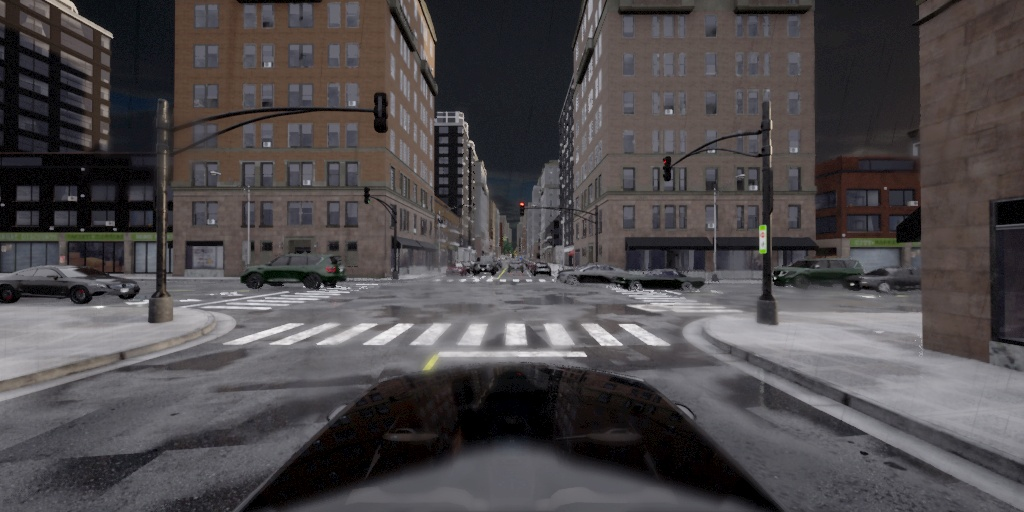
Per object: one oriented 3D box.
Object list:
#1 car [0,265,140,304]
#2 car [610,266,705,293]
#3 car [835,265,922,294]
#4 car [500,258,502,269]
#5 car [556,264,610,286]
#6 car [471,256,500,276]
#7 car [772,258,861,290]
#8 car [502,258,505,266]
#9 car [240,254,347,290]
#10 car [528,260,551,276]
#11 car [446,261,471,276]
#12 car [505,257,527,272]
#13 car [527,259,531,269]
[{"bbox_3d":[-17.929,1.106,14.483,4.674,1.442,1.812,0,-1,1],"label":"car"},{"bbox_3d":[8.498,1.421,21.019,4.718,1.301,1.895,1,0,0],"label":"car"},{"bbox_3d":[22.316,1.432,20.931,4.892,1.490,1.837,0,-1,0],"label":"car"},{"bbox_3d":[-2.665,1.257,47.892,1.837,1.490,4.892,0,0,1],"label":"car"},{"bbox_3d":[5.459,1.281,24.287,4.902,1.511,2.128,2,0,0],"label":"car"},{"bbox_3d":[-2.787,0.975,37.804,2.150,2.045,5.566,0,0,1],"label":"car"},{"bbox_3d":[20.503,1.170,24.195,5.566,2.045,2.150,0,-1,0],"label":"car"},{"bbox_3d":[-2.529,1.352,58.148,1.895,1.301,4.718,0,0,1],"label":"car"},{"bbox_3d":[-12.710,0.903,21.142,5.566,2.045,2.150,0,-1,1],"label":"car"},{"bbox_3d":[2.962,1.318,36.197,1.948,1.339,4.313,0,0,1],"label":"car"},{"bbox_3d":[-5.563,1.335,36.297,1.802,1.307,4.207,0,0,1],"label":"car"},{"bbox_3d":[0.500,1.243,46.265,2.128,1.511,4.902,0,0,1],"label":"car"},{"bbox_3d":[3.029,1.297,41.728,1.888,1.381,4.507,0,0,1],"label":"car"}]
